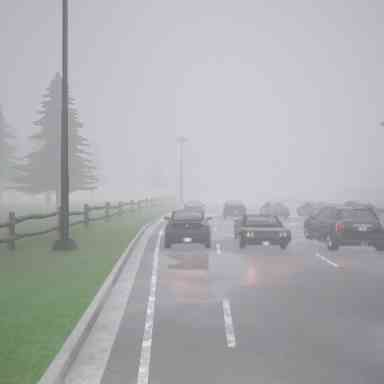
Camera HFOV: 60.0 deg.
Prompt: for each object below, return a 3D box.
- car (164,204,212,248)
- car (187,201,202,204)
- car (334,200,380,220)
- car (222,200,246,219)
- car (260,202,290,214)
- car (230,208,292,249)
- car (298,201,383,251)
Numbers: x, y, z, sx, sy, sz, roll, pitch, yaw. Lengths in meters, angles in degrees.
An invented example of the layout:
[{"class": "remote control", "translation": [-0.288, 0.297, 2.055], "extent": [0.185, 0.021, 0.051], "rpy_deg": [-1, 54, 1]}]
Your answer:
[{"class": "car", "translation": [-0.183, 1.514, 14.687], "extent": [1.837, 1.490, 4.892], "rpy_deg": [0, 0, 0]}, {"class": "car", "translation": [0.212, 1.530, 29.688], "extent": [1.812, 1.442, 4.674], "rpy_deg": [0, 0, 3]}, {"class": "car", "translation": [14.191, 1.514, 28.910], "extent": [1.837, 1.490, 4.892], "rpy_deg": [0, 0, 3]}, {"class": "car", "translation": [3.707, 1.482, 29.494], "extent": [1.882, 1.535, 5.008], "rpy_deg": [0, 0, 3]}, {"class": "car", "translation": [7.201, 1.561, 29.299], "extent": [2.033, 1.411, 5.357], "rpy_deg": [0, 0, 3]}, {"class": "car", "translation": [2.875, 1.613, 14.547], "extent": [1.895, 1.301, 4.718], "rpy_deg": [0, 0, 3]}, {"class": "car", "translation": [6.366, 1.363, 14.293], "extent": [2.097, 1.767, 4.553], "rpy_deg": [0, 0, 3]}]
